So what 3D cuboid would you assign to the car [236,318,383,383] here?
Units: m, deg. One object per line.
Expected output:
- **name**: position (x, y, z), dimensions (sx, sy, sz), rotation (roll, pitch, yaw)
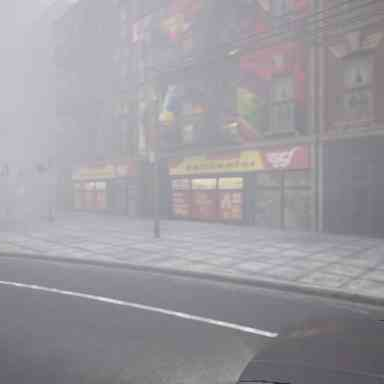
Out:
- **car**: position (2.871, 1.529, 1.823), dimensions (5.357, 1.411, 2.033), rotation (0, 0, 36)
